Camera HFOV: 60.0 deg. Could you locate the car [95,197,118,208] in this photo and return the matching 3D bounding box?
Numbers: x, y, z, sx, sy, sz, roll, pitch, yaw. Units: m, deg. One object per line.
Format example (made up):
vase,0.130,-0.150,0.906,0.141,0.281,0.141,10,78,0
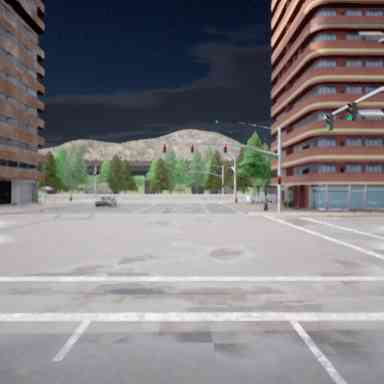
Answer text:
car,-10.813,1.260,41.988,1.895,1.301,4.718,0,0,0
